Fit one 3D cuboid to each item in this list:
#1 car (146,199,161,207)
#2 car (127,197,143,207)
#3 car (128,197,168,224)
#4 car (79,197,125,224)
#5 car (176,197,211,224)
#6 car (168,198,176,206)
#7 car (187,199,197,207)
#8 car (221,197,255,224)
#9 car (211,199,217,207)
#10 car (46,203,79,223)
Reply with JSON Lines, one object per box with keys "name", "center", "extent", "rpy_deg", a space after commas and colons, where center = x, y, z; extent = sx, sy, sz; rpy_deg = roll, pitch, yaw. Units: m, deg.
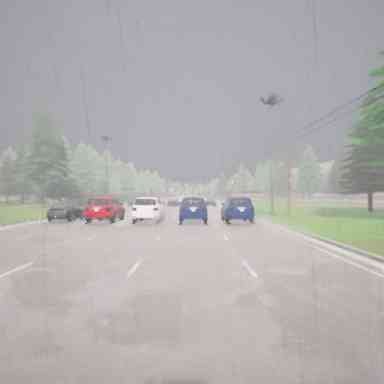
{"name": "car", "center": [-7.010, 1.991, 61.068], "extent": [2.033, 1.411, 5.357], "rpy_deg": [0, 0, 0]}
{"name": "car", "center": [-10.510, 1.798, 61.456], "extent": [2.097, 1.767, 4.553], "rpy_deg": [0, 0, 0]}
{"name": "car", "center": [-3.404, 1.417, 26.624], "extent": [2.150, 2.045, 5.566], "rpy_deg": [0, 0, 0]}
{"name": "car", "center": [-6.905, 1.418, 26.725], "extent": [2.150, 2.045, 5.566], "rpy_deg": [0, 0, 0]}
{"name": "car", "center": [0.097, 1.417, 26.683], "extent": [2.150, 2.045, 5.566], "rpy_deg": [0, 0, 0]}
{"name": "car", "center": [-3.510, 1.921, 61.069], "extent": [1.882, 1.535, 5.008], "rpy_deg": [0, 0, 0]}
{"name": "car", "center": [-0.010, 1.969, 61.069], "extent": [1.812, 1.442, 4.674], "rpy_deg": [0, 0, 0]}
{"name": "car", "center": [3.594, 1.417, 26.673], "extent": [2.150, 2.045, 5.566], "rpy_deg": [0, 0, 0]}
{"name": "car", "center": [3.490, 1.968, 61.070], "extent": [1.812, 1.442, 4.674], "rpy_deg": [0, 0, 0]}
{"name": "car", "center": [-10.406, 1.695, 27.786], "extent": [2.128, 1.511, 4.902], "rpy_deg": [0, 0, 0]}
